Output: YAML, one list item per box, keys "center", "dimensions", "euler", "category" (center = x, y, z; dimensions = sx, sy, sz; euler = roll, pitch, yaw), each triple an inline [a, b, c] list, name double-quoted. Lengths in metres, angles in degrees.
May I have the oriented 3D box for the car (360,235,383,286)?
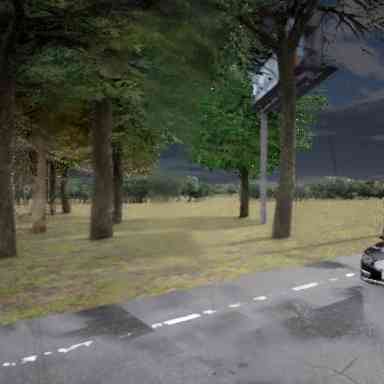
- center: [6.155, 1.516, 8.380]
  dimensions: [4.902, 1.511, 2.128]
  euler: [0, 0, -35]
  category: "car"
